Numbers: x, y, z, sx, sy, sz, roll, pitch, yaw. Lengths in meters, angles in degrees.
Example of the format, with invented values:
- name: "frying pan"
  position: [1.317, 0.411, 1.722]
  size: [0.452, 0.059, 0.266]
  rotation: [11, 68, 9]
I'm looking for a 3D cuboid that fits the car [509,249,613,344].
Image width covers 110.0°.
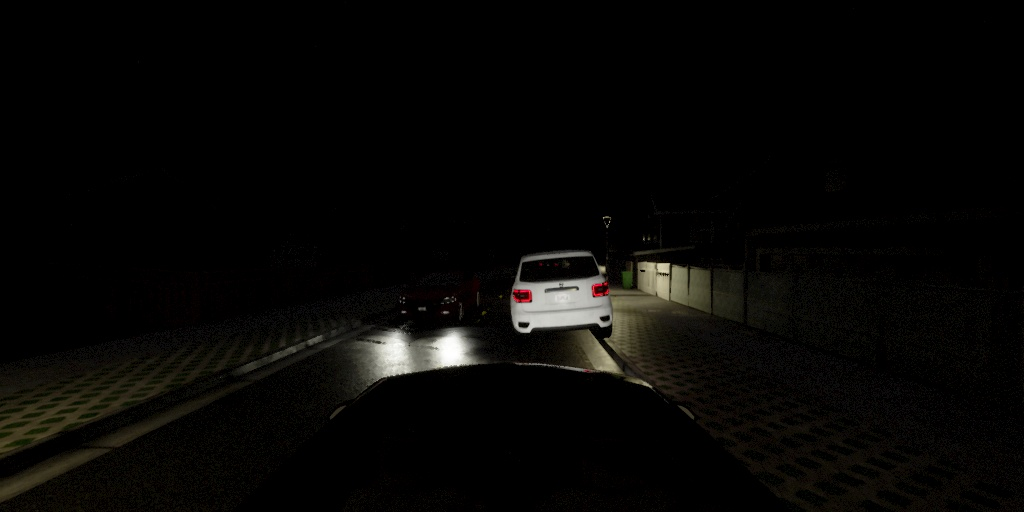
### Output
- name: "car"
  position: [1.135, 0.896, 9.645]
  size: [2.150, 2.045, 5.566]
  rotation: [-5, 0, 3]

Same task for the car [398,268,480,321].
- name: "car"
  position: [-2.348, 1.222, 12.623]
  size: [1.882, 1.535, 5.008]
  rotation: [0, 0, 4]

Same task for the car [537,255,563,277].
- name: "car"
  position: [4.069, 0.970, 37.307]
  size: [2.150, 2.045, 5.566]
  rotation: [0, 0, 12]

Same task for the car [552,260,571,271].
- name: "car"
  position: [6.846, 1.278, 48.950]
  size: [1.812, 1.442, 4.674]
  rotation: [0, 0, 17]
